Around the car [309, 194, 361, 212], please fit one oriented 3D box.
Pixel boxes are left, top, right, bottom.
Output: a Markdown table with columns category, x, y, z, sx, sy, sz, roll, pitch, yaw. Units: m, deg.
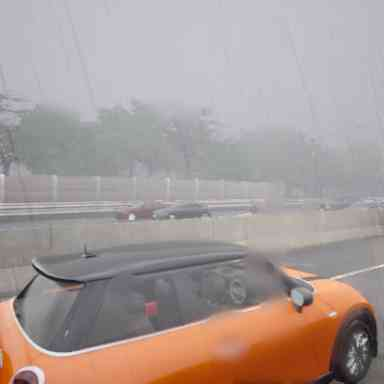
| category | x | y | z | sx | sy | sz | roll | pitch | yaw |
| --- | --- | --- | --- | --- | --- | --- | --- | --- | --- |
| car | 13.704 | 1.232 | 30.843 | 5.566 | 2.045 | 2.150 | 0 | 0 | -35 |

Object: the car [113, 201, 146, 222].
| category | x | y | z | sx | sy | sz | roll | pitch | yaw |
| --- | --- | --- | --- | --- | --- | --- | --- | --- | --- |
| car | -3.719 | 1.472 | 26.219 | 5.008 | 1.535 | 1.882 | 0 | 0 | -38 |

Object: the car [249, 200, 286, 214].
| category | x | y | z | sx | sy | sz | roll | pitch | yaw |
| --- | --- | --- | --- | --- | --- | --- | --- | --- | --- |
| car | 8.018 | 1.569 | 35.275 | 4.181 | 1.385 | 1.994 | 0 | 0 | -36 |

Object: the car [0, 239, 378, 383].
| category | x | y | z | sx | sy | sz | roll | pitch | yaw |
| --- | --- | --- | --- | --- | --- | --- | --- | --- | --- |
| car | 0.180 | 1.350 | 3.871 | 4.553 | 1.767 | 2.097 | 0 | 0 | -35 |

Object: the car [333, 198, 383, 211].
| category | x | y | z | sx | sy | sz | roll | pitch | yaw |
| --- | --- | --- | --- | --- | --- | --- | --- | --- | --- |
| car | 13.751 | 1.485 | 26.596 | 5.008 | 1.535 | 1.882 | 0 | 0 | -35 |

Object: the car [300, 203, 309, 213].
| category | x | y | z | sx | sy | sz | roll | pitch | yaw |
| --- | --- | --- | --- | --- | --- | --- | --- | --- | --- |
| car | 13.369 | 1.518 | 34.884 | 4.892 | 1.490 | 1.837 | 0 | 0 | -35 |

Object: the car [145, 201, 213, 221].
| category | x | y | z | sx | sy | sz | roll | pitch | yaw |
| --- | --- | --- | --- | --- | --- | --- | --- | --- | --- |
| car | -0.685 | 1.500 | 24.948 | 4.892 | 1.490 | 1.837 | 0 | 0 | -35 |
